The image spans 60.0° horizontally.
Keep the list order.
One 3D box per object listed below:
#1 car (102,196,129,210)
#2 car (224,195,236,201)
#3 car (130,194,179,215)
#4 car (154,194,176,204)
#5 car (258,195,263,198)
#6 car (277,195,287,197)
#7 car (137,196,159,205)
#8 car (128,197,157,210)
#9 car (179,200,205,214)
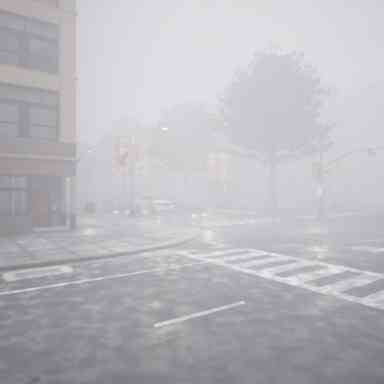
[{"bbox_3d":[-9.901,1.344,42.831,2.097,1.767,4.553,0,0,-35],"label":"car"},{"bbox_3d":[8.071,1.387,76.754,2.161,1.482,4.786,0,0,-36],"label":"car"},{"bbox_3d":[-4.063,1.213,34.644,2.150,2.045,5.566,0,0,-36],"label":"car"},{"bbox_3d":[-5.088,1.336,61.959,2.097,1.767,4.553,0,0,-36],"label":"car"},{"bbox_3d":[17.730,1.431,83.193,1.895,1.301,4.718,0,0,-36],"label":"car"},{"bbox_3d":[18.539,1.292,69.259,2.002,1.452,4.674,0,0,-36],"label":"car"},{"bbox_3d":[-7.949,1.490,59.942,1.837,1.490,4.892,0,0,-36],"label":"car"},{"bbox_3d":[-6.662,1.494,44.314,1.837,1.490,4.892,0,0,-35],"label":"car"},{"bbox_3d":[-0.833,1.537,36.142,2.033,1.411,5.357,0,0,-36],"label":"car"}]
